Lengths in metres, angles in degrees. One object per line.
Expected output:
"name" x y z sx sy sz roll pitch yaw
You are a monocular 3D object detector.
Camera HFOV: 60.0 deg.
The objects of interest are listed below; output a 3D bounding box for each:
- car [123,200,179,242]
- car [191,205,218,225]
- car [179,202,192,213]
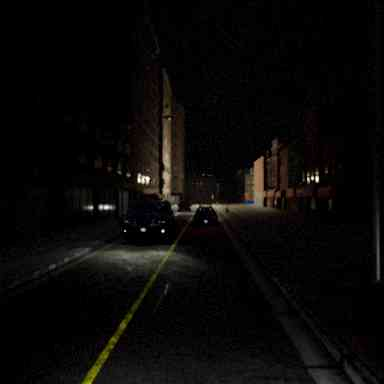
"car" -2.181 1.465 18.365 2.150 2.045 5.566 0 -1 2
"car" 1.123 1.968 27.336 1.895 1.301 4.718 0 -1 2
"car" -1.044 2.153 47.557 1.837 1.490 4.892 0 -1 2
